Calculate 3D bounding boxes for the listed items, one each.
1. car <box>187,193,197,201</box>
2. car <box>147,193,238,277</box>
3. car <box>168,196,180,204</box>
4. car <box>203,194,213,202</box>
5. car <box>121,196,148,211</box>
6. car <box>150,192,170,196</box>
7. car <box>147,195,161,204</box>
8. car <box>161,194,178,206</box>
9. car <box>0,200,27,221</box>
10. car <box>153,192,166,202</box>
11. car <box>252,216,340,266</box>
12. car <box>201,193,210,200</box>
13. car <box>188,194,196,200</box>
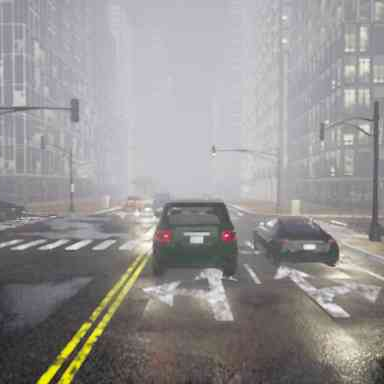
[{"bbox_3d":[0.003,1.058,71.064,2.097,1.767,4.553,0,0,0],"label":"car"},{"bbox_3d":[-0.022,1.182,10.277,2.150,2.045,5.566,0,0,-3],"label":"car"},{"bbox_3d":[-3.248,1.357,59.451,1.895,1.301,4.718,0,0,0],"label":"car"},{"bbox_3d":[3.254,1.227,69.493,1.812,1.442,4.674,0,0,0],"label":"car"},{"bbox_3d":[-6.621,1.203,37.796,2.097,1.767,4.553,0,0,1],"label":"car"},{"bbox_3d":[-3.361,1.065,39.585,2.150,2.045,5.566,0,0,-1],"label":"car"},{"bbox_3d":[-6.498,1.245,57.041,1.882,1.535,5.008,0,0,0],"label":"car"},{"bbox_3d":[-3.311,1.153,49.397,2.097,1.767,4.553,0,0,0],"label":"car"},{"bbox_3d":[-14.592,1.290,24.481,4.674,1.442,1.812,1,1,4],"label":"car"},{"bbox_3d":[-6.497,0.941,67.610,2.150,2.045,5.566,0,0,0],"label":"car"},{"bbox_3d":[3.346,1.520,11.441,1.994,1.385,4.181,0,0,0],"label":"car"},{"bbox_3d":[3.254,0.973,79.492,1.882,1.535,5.008,0,0,0],"label":"car"},{"bbox_3d":[0.003,1.181,80.744,1.812,1.442,4.674,0,0,0],"label":"car"}]
